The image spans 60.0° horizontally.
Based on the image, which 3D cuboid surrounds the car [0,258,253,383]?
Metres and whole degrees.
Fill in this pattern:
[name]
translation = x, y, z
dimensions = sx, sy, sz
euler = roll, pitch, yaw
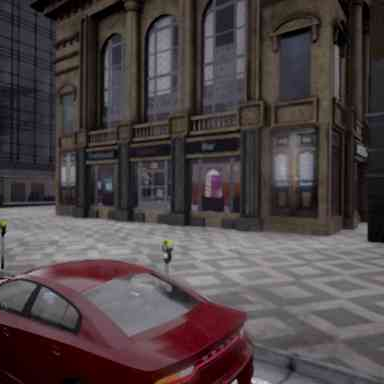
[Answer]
[car]
translation = -1.483, 1.529, 4.131
dimensions = 4.507, 1.381, 1.887
euler = 0, 1, 36
